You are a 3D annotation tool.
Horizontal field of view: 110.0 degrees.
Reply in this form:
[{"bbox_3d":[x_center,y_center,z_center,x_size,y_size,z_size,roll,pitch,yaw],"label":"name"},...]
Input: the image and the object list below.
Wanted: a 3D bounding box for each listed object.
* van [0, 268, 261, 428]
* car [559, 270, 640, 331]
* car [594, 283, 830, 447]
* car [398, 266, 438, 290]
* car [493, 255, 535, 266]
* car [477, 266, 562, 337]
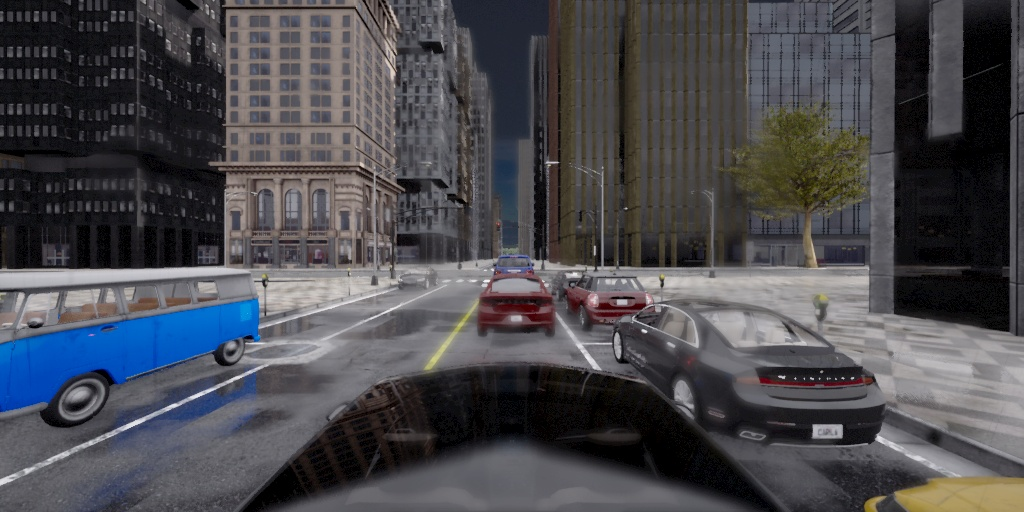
[{"bbox_3d":[-5.756,1.090,5.335,1.690,1.789,3.998,0,0,0],"label":"van"},{"bbox_3d":[2.777,1.188,10.965,1.967,1.591,4.097,0,0,0],"label":"car"},{"bbox_3d":[2.769,1.300,5.323,2.007,1.370,4.403,0,0,0],"label":"car"},{"bbox_3d":[-5.732,1.296,22.258,2.007,1.370,4.403,0,0,0],"label":"car"},{"bbox_3d":[0.103,0.967,20.234,2.150,2.045,5.566,0,0,0],"label":"car"},{"bbox_3d":[0.106,1.226,10.350,1.882,1.535,5.008,0,0,0],"label":"car"}]
